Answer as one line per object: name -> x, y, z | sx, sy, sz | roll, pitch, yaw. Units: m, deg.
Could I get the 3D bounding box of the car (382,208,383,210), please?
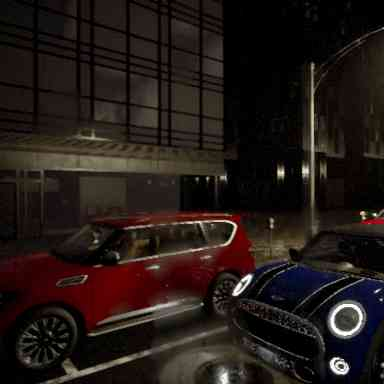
car -> 8.136, 1.318, 12.333 | 5.009, 1.841, 2.192 | 0, 0, -35

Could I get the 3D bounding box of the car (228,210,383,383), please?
car -> 2.729, 1.352, 5.279 | 4.553, 1.767, 2.097 | 0, 0, -35

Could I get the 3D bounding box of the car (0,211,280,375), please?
car -> -1.048, 1.316, 5.786 | 5.009, 1.841, 2.192 | 0, 0, -35
